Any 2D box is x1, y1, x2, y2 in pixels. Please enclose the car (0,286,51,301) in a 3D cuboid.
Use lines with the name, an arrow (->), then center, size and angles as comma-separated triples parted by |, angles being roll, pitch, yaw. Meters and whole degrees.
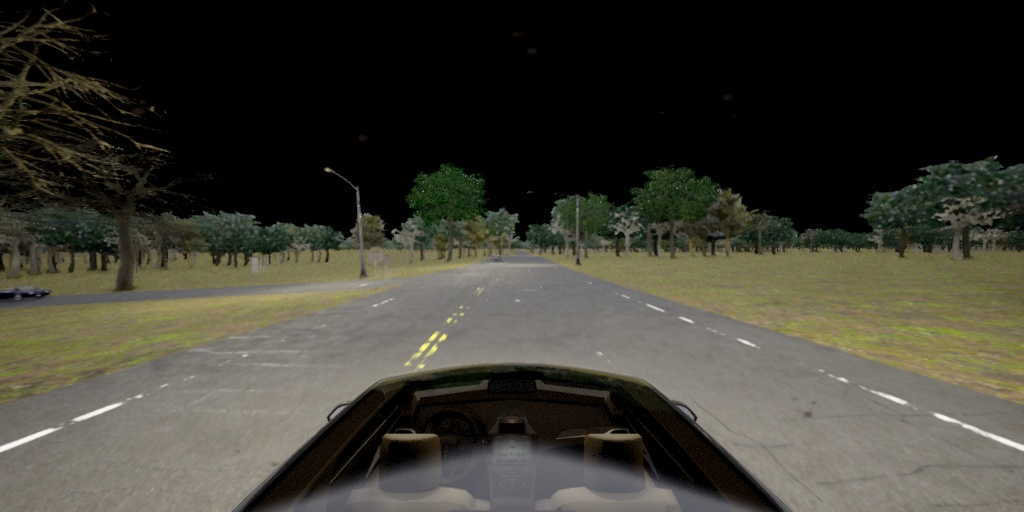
car -> -49.333, 3.738, 35.729 | 4.718, 1.301, 1.895 | -3, 2, 1

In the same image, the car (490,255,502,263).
car -> -2.734, 0.474, 63.323 | 1.994, 1.385, 4.181 | 0, 1, 2
